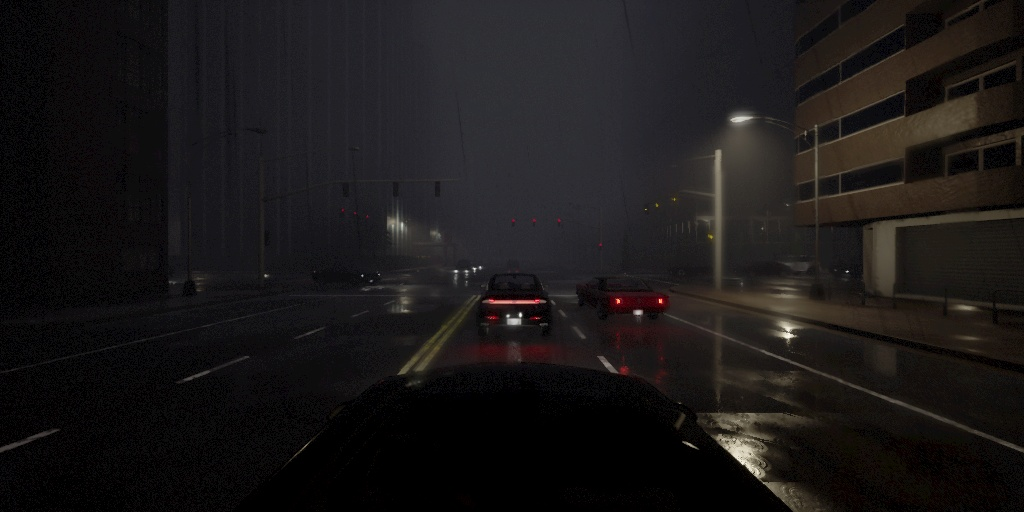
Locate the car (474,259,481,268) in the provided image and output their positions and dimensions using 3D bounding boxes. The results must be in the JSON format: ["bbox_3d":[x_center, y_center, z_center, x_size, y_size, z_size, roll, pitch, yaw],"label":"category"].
[{"bbox_3d":[-7.014,1.276,62.297,1.812,1.442,4.674,0,0,0],"label":"car"}]

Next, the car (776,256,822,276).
[{"bbox_3d":[28.290,0.971,36.647,5.566,2.045,2.150,0,0,1],"label":"car"}]

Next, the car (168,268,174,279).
[{"bbox_3d":[-31.350,1.254,30.109,4.892,1.490,1.837,0,0,1],"label":"car"}]

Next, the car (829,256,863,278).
[{"bbox_3d":[32.677,0.971,33.095,5.566,2.045,2.150,0,0,1],"label":"car"}]

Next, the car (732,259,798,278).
[{"bbox_3d":[23.103,1.255,33.204,4.892,1.490,1.837,0,0,1],"label":"car"}]

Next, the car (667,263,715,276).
[{"bbox_3d":[18.549,1.351,36.776,4.718,1.301,1.895,0,0,1],"label":"car"}]

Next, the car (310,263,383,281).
[{"bbox_3d":[-13.991,1.297,30.603,5.357,1.411,2.033,0,0,-9],"label":"car"}]

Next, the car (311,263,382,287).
[{"bbox_3d":[-11.317,1.351,24.577,4.718,1.301,1.895,0,0,23],"label":"car"}]

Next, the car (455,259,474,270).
[{"bbox_3d":[-7.043,1.255,52.213,1.837,1.490,4.892,0,0,0],"label":"car"}]

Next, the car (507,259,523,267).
[{"bbox_3d":[0.147,1.241,55.857,2.128,1.511,4.902,0,0,0],"label":"car"}]

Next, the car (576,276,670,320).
[{"bbox_3d":[3.591,1.351,12.659,1.895,1.301,4.718,0,0,-2],"label":"car"}]

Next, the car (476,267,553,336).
[{"bbox_3d":[0.075,1.242,10.368,2.128,1.511,4.902,0,0,0],"label":"car"}]

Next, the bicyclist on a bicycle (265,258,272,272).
[{"bbox_3d":[-28.736,1.051,42.057,0.582,1.620,1.656,0,0,1],"label":"bicyclist on a bicycle"}]
